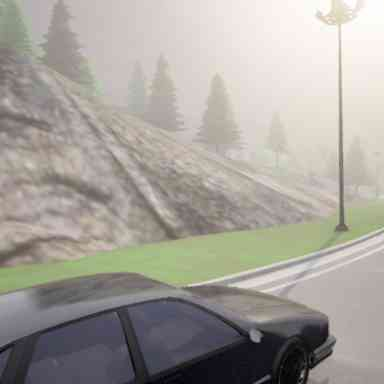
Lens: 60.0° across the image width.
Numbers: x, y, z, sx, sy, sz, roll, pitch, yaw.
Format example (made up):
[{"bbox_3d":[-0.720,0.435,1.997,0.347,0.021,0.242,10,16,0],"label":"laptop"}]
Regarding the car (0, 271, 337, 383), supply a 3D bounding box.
[{"bbox_3d":[-0.781,1.566,3.194,5.357,1.411,2.033,-1,0,-38],"label":"car"}]
